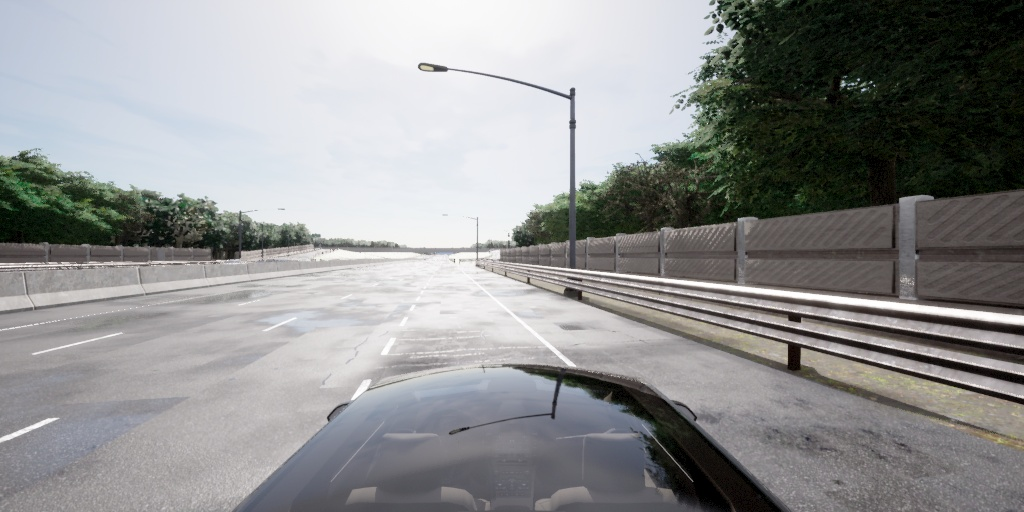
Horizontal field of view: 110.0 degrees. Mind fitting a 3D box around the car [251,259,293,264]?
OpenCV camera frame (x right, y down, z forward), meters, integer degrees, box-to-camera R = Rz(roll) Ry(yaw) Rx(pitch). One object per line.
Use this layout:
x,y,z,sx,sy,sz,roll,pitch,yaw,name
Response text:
-29.055,1.135,43.582,2.097,1.767,4.553,0,0,-10,car
